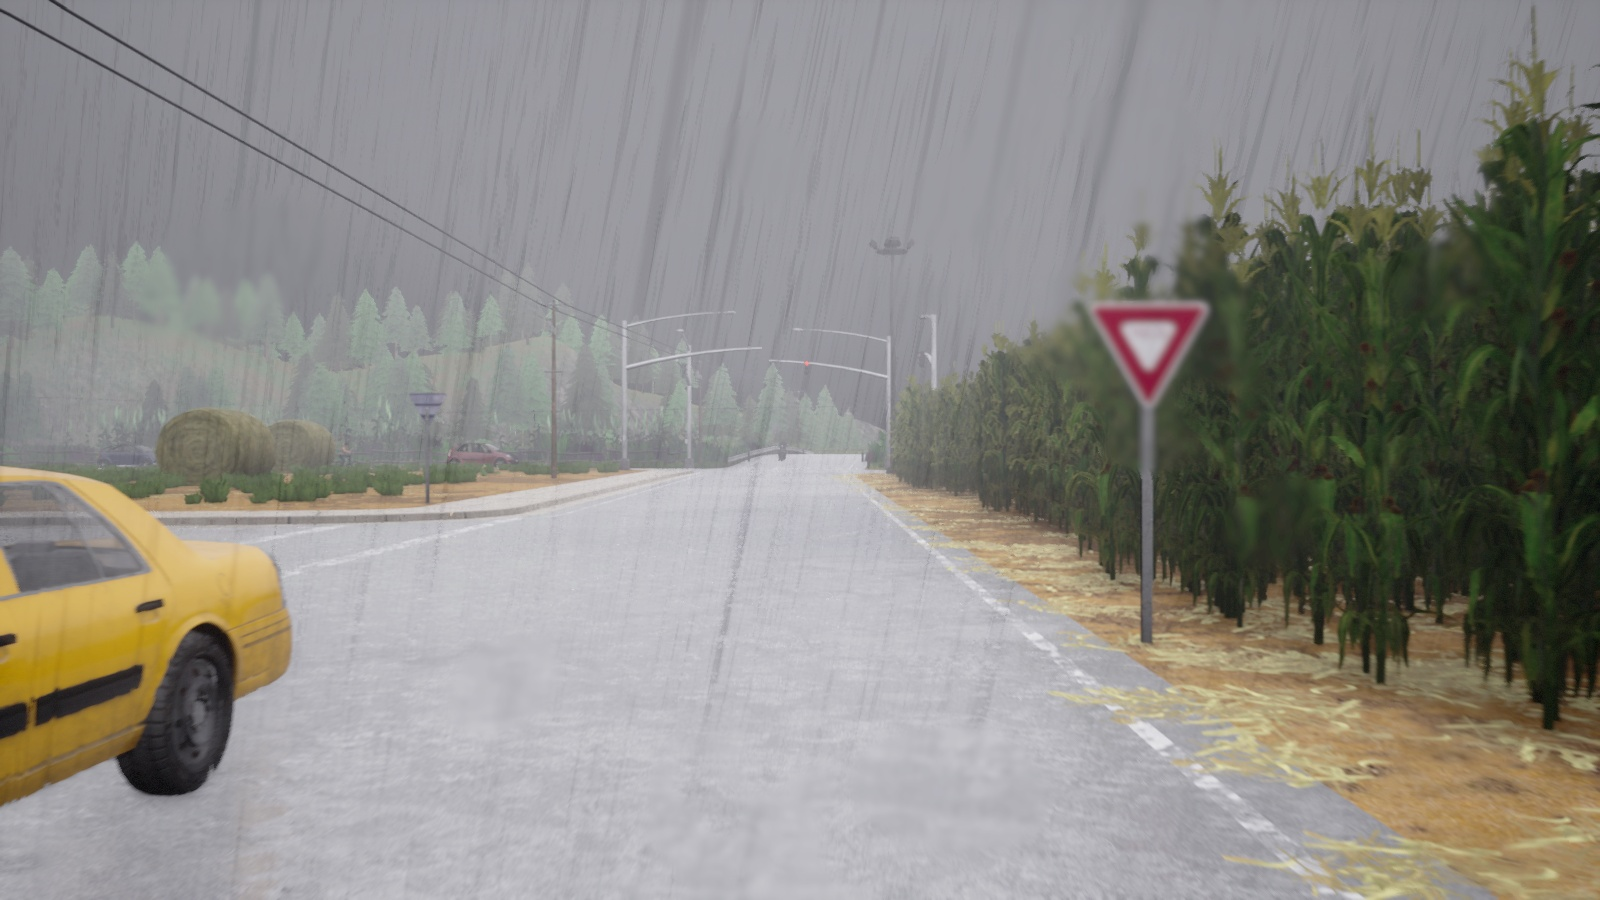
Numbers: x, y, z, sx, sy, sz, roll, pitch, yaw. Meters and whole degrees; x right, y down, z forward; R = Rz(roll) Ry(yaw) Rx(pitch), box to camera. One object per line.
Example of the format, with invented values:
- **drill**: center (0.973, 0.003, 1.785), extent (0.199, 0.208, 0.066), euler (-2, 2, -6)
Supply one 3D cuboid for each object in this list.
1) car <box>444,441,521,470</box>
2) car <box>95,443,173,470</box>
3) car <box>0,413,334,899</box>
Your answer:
- **car**: center (-18.476, 0.305, 73.091), extent (3.988, 1.617, 1.851), euler (0, 0, 3)
- **car**: center (-39.372, 0.364, 74.291), extent (3.705, 1.549, 1.789), euler (0, 0, 3)
- **car**: center (-3.461, 0.666, 4.182), extent (1.801, 1.575, 5.366), euler (0, 0, 0)
